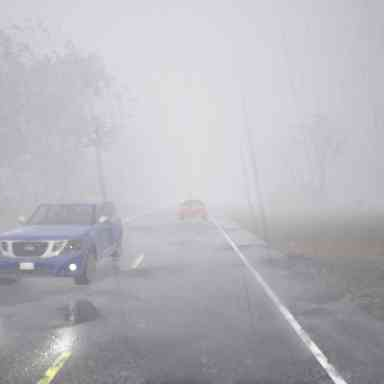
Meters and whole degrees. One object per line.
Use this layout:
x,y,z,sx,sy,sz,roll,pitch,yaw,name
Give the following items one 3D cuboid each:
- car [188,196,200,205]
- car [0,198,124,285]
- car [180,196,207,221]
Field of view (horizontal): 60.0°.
0.346,1.516,60.818,2.128,1.511,4.902,0,0,2,car
-3.509,1.230,9.851,2.150,2.045,5.566,0,0,0,car
0.099,1.363,27.775,2.097,1.767,4.553,0,0,0,car
